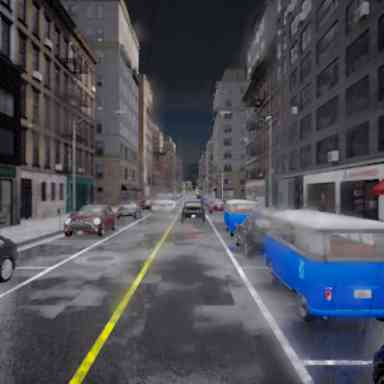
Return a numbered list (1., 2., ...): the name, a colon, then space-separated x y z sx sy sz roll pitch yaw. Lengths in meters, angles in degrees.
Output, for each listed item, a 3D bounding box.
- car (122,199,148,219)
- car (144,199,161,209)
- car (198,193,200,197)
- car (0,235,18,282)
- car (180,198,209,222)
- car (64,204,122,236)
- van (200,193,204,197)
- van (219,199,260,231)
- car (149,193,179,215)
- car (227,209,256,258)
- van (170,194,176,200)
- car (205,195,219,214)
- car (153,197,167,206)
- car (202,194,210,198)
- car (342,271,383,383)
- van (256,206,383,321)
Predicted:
1. car: -5.378 1.556 29.035 2.008 1.369 4.403 0 0 0
2. car: -5.373 1.594 45.568 1.802 1.307 4.206 0 0 0
3. car: 2.658 1.332 62.099 2.192 1.841 5.009 0 0 0
4. car: -5.385 1.549 6.992 2.008 1.369 4.403 0 0 0
5. car: 0.105 1.507 26.514 1.837 1.490 4.892 0 0 0
6. car: -5.382 1.440 18.013 1.967 1.590 4.097 0 0 0
7. van: 2.656 1.357 56.587 1.690 1.788 3.998 0 0 0
8. van: 2.643 1.341 18.011 1.690 1.788 3.998 0 0 0
9. car: -2.829 1.229 34.684 2.150 2.045 5.566 0 0 0
10. car: 2.641 1.549 12.500 2.008 1.369 4.403 0 0 0
11. van: -5.377 1.363 94.065 1.690 1.788 3.998 0 0 0
12. car: 2.649 1.447 34.543 1.967 1.590 4.097 0 0 0
13. car: -5.369 1.561 56.590 1.887 1.381 4.507 0 0 0
14. car: 2.652 1.452 45.566 1.967 1.590 4.097 0 0 0
15. car: 2.638 1.565 1.479 1.947 1.339 4.313 0 0 0
16. van: 2.640 1.339 6.989 1.690 1.788 3.998 0 0 0
